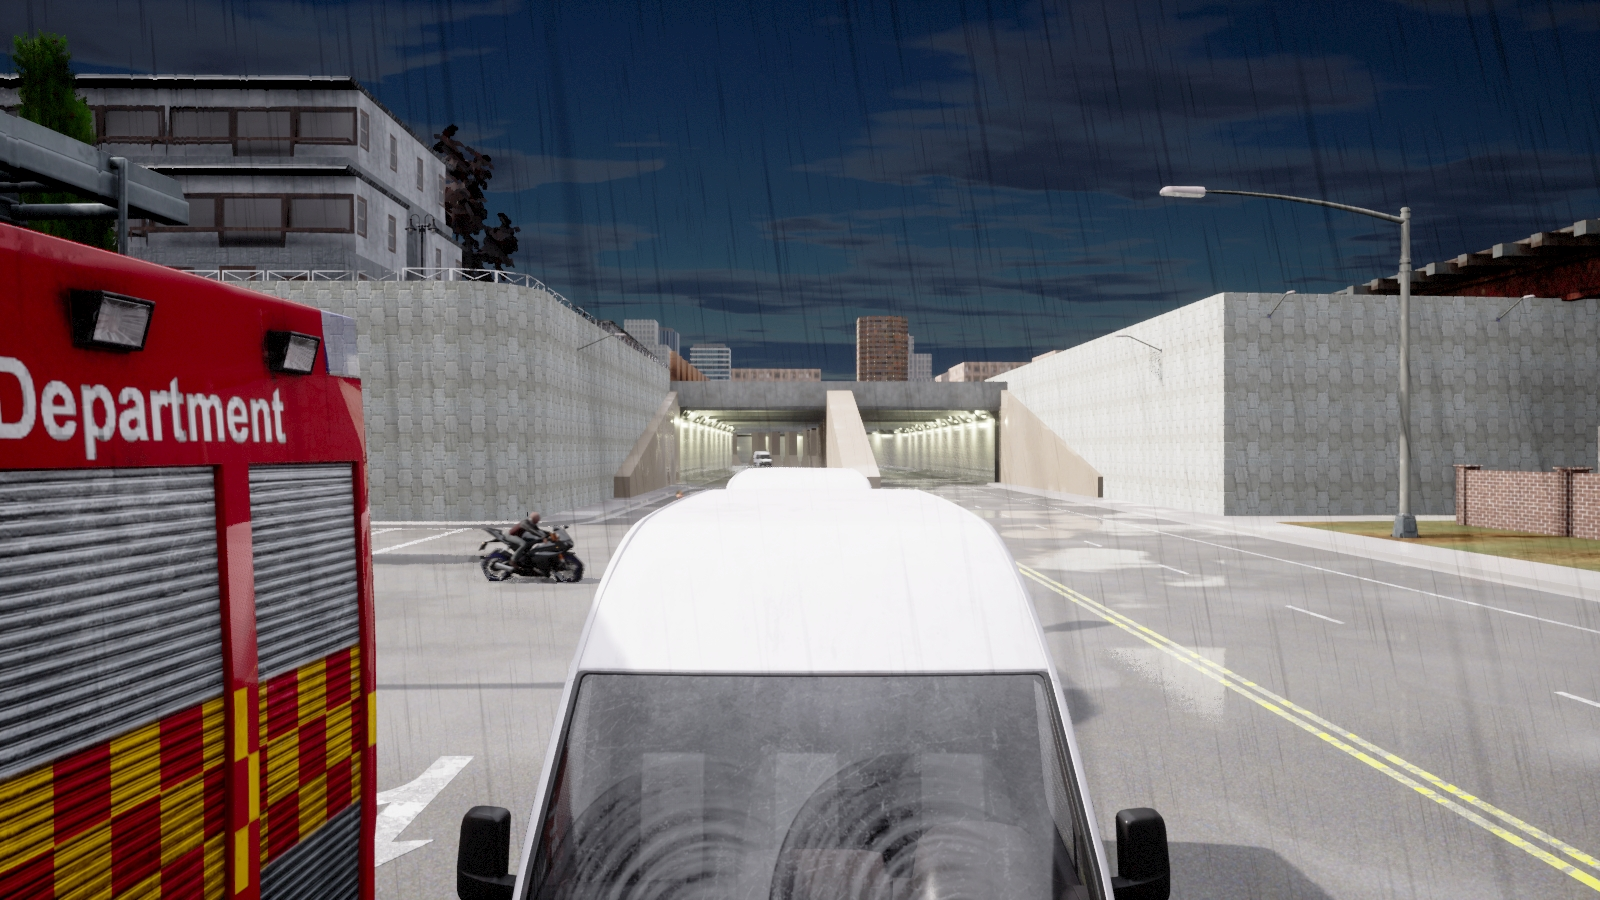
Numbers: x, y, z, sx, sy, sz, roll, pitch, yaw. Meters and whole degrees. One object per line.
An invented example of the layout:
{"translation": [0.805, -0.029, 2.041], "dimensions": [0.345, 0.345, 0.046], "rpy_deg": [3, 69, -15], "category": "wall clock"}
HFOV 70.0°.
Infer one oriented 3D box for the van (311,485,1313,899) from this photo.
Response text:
{"translation": [0.047, 1.534, 5.226], "dimensions": [1.988, 2.561, 5.915], "rpy_deg": [0, 0, 1], "category": "van"}
